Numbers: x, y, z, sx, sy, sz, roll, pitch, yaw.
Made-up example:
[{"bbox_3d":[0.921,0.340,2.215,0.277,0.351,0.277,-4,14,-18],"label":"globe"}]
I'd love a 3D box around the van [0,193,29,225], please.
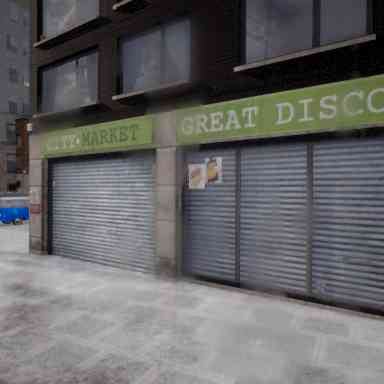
[{"bbox_3d":[-10.859,1.203,22.322,1.690,1.788,3.998,1,1,36],"label":"van"}]

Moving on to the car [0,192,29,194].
[{"bbox_3d":[-15.235,1.034,26.301,2.150,2.045,5.566,1,1,36],"label":"car"}]
